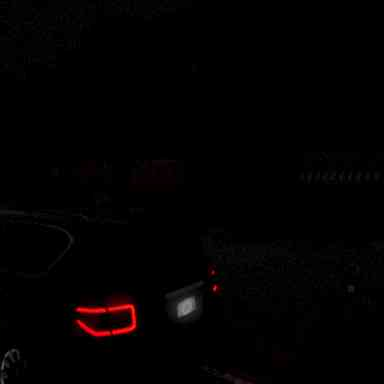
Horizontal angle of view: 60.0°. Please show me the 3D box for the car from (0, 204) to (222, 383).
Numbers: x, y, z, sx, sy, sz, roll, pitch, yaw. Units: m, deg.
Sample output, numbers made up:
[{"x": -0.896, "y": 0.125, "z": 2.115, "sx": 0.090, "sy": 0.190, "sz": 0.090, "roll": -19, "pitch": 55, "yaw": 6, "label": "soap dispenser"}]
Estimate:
[{"x": -2.246, "y": 1.201, "z": 4.811, "sx": 5.566, "sy": 2.045, "sz": 2.150, "roll": 0, "pitch": 0, "yaw": 35, "label": "car"}]
